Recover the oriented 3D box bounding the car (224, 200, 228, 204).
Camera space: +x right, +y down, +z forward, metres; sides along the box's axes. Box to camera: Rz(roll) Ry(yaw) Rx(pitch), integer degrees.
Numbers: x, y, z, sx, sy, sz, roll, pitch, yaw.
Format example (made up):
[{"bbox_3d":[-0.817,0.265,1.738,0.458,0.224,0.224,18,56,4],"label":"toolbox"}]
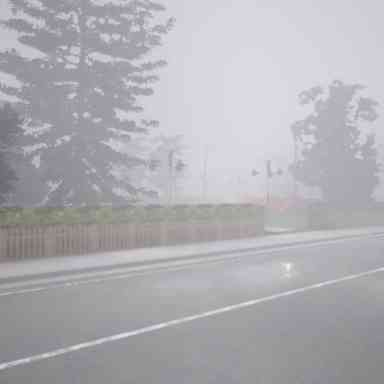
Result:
[{"bbox_3d":[5.461,2.018,67.475,1.994,1.385,4.181,1,0,-35],"label":"car"}]
